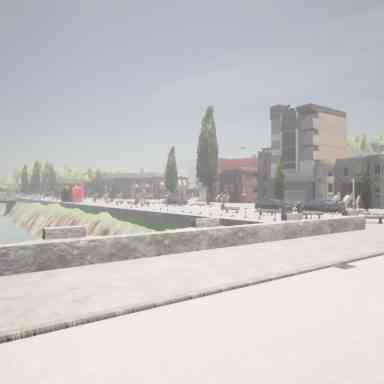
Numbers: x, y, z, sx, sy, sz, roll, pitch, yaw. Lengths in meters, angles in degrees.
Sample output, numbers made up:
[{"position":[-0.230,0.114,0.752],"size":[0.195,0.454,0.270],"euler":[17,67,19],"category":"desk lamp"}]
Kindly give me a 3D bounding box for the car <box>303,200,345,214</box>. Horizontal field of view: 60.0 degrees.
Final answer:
[{"position":[13.742,1.547,36.217],"size":[2.033,1.411,5.357],"euler":[0,0,-36],"category":"car"}]

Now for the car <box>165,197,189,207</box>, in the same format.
[{"position":[-2.326,1.506,51.426],"size":[1.837,1.490,4.892],"euler":[0,0,-35],"category":"car"}]

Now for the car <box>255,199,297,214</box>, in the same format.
[{"position":[8.907,1.503,35.721],"size":[1.837,1.490,4.892],"euler":[0,0,-36],"category":"car"}]
